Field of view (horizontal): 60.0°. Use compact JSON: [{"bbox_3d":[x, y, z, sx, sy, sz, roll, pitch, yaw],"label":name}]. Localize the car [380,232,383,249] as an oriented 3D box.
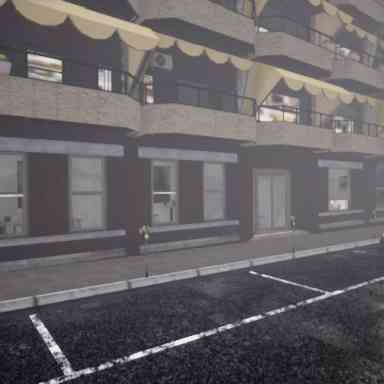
[{"bbox_3d":[9.081,1.576,13.078,4.206,1.307,1.802,0,-1,-36],"label":"car"}]
